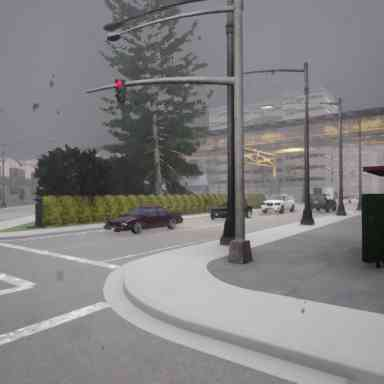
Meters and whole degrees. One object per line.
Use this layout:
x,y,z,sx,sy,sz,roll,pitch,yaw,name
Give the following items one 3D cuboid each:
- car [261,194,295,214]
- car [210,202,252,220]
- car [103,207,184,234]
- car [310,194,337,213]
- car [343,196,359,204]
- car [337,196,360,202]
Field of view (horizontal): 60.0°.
9.729,1.280,37.140,2.150,2.045,5.566,-1,0,36,car
3.425,1.534,28.477,1.882,1.535,5.008,-1,0,36,car
-2.697,1.601,20.031,2.033,1.411,5.357,-1,0,36,car
14.936,1.246,38.089,2.150,2.045,5.566,-1,0,35,car
31.946,1.520,67.954,4.974,1.542,2.038,0,0,-29,car
31.989,1.363,67.981,4.536,1.218,1.853,0,0,-29,car
